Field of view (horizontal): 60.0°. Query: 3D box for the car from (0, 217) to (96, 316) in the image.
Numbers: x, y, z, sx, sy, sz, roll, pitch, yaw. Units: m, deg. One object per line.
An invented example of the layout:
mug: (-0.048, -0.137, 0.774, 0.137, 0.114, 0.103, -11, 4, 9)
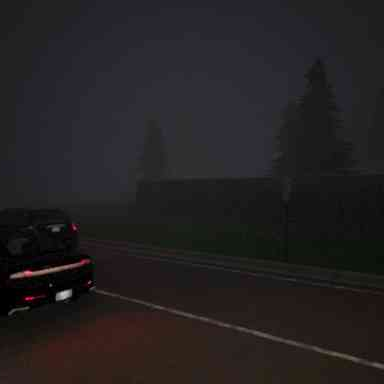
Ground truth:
car: (-4.091, 1.489, 6.916, 4.902, 1.511, 2.128, 0, 0, 35)

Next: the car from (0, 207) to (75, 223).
car: (-6.516, 1.347, 12.944, 4.553, 1.767, 2.097, 0, 0, 35)
